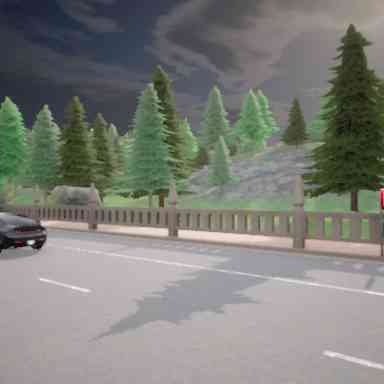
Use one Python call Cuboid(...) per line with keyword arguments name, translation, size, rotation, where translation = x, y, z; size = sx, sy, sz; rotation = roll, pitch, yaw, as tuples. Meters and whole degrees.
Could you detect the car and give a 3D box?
Cuboid(name="car", translation=(-7.998, 1.643, 13.868), size=(4.892, 1.490, 1.837), rotation=(0, 0, 36))
